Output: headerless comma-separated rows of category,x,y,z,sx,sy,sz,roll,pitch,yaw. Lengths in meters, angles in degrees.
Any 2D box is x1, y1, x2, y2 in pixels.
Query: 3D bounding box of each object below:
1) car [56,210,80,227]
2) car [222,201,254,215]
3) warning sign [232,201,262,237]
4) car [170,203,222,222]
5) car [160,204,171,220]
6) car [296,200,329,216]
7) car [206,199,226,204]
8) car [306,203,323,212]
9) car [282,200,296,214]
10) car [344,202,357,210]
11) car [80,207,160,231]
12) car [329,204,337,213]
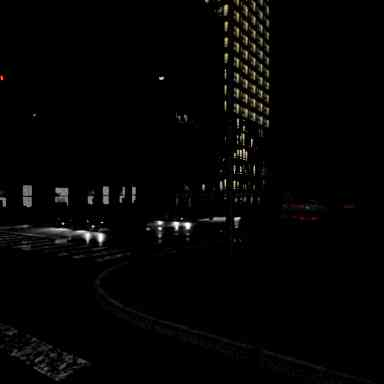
car,-7.573,1.873,25.485,2.033,1.411,5.357,0,-1,33
car,6.002,2.180,40.617,2.128,1.511,4.902,0,-1,33
warning sign,3.091,1.454,18.556,1.300,1.860,1.060,1,1,33
car,0.520,2.055,32.086,2.033,1.411,5.357,0,-1,33
car,-2.390,2.003,33.564,1.837,1.490,4.892,0,-1,33
car,16.056,2.066,44.025,2.150,2.045,5.566,0,-1,35
car,3.143,1.903,42.185,2.150,2.045,5.566,0,-1,32
car,21.540,2.671,58.484,1.994,1.385,4.181,0,-1,33
car,14.755,2.109,47.896,2.150,2.045,5.566,0,-1,33
car,31.329,2.789,65.799,1.882,1.535,5.008,0,-1,33
car,-4.917,1.874,23.608,2.033,1.411,5.357,0,-1,33
car,21.780,2.597,53.014,1.994,1.385,4.181,0,-1,33
